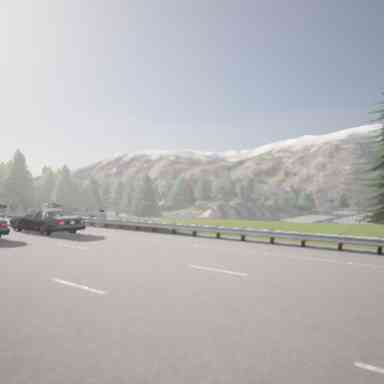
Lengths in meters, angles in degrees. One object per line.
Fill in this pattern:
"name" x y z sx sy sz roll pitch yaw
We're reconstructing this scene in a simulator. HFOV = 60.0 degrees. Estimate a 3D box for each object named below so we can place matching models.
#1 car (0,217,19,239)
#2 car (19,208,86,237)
"car" -11.092 1.609 16.563 5.357 1.411 2.033 0 0 36
"car" -8.233 1.637 18.801 5.357 1.411 2.033 0 0 37
